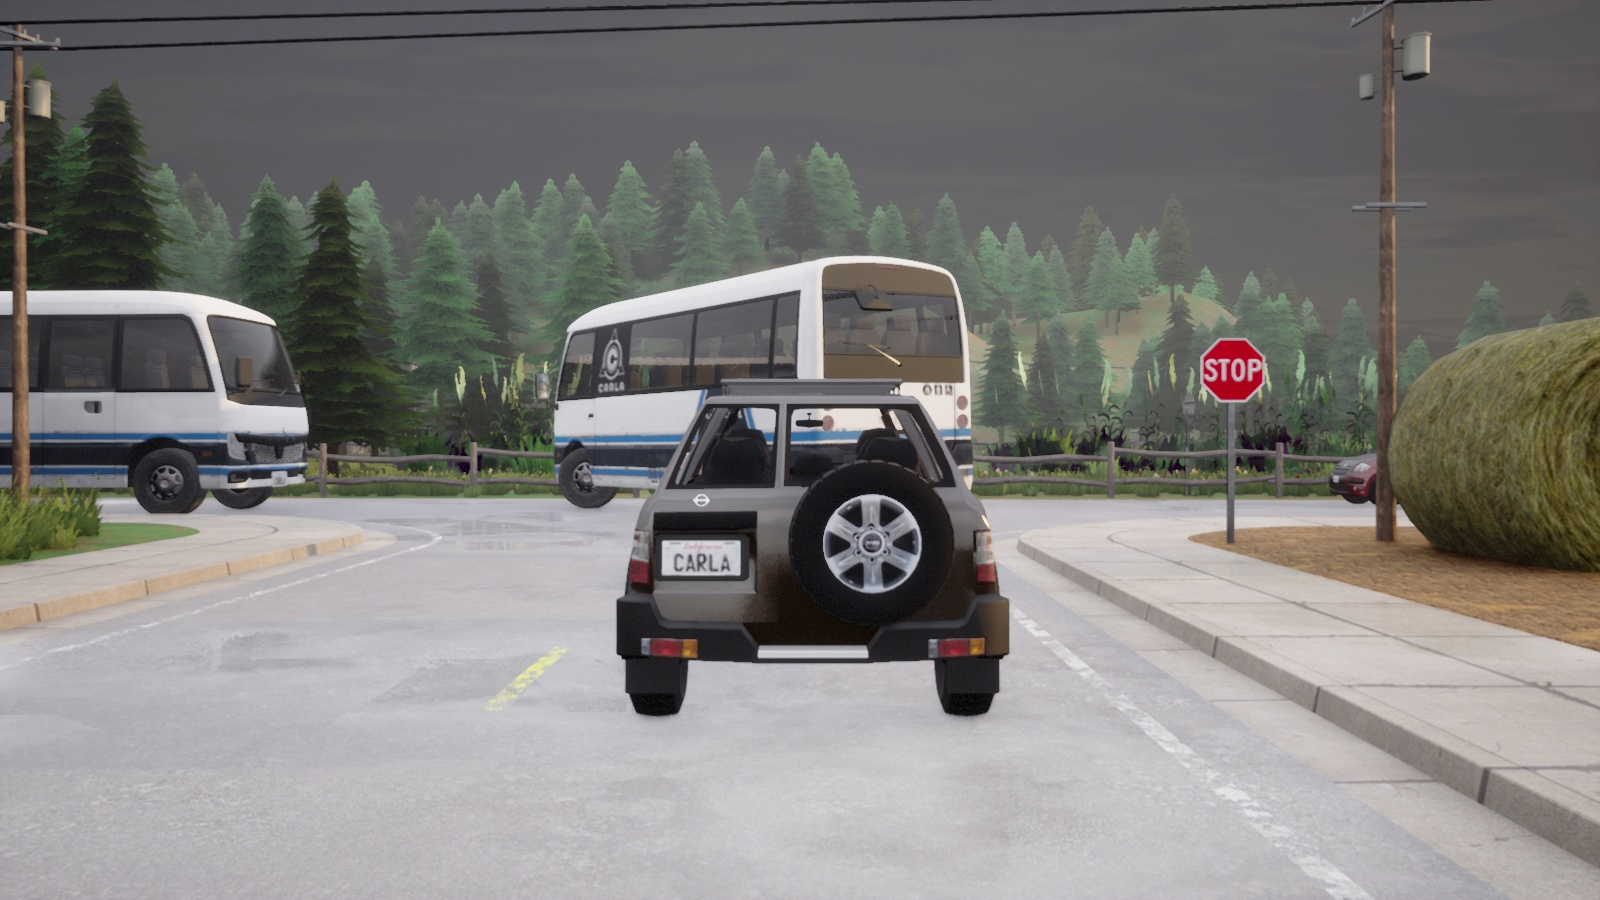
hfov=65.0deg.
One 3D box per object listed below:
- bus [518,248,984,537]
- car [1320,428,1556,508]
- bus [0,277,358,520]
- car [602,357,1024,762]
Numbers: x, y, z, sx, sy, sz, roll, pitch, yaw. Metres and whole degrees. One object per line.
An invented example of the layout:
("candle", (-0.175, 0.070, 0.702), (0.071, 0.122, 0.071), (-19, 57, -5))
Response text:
("bus", (-1.508, -0.901, 23.881), (3.944, 4.253, 10.273), (-2, 1, -34))
("car", (13.268, 0.347, 26.294), (3.988, 1.617, 1.851), (0, 1, 3))
("bus", (-14.393, -0.929, 24.280), (10.273, 4.253, 3.944), (0, 1, 3))
("car", (0.062, 0.479, 8.054), (1.932, 1.855, 4.605), (0, 1, 0))
